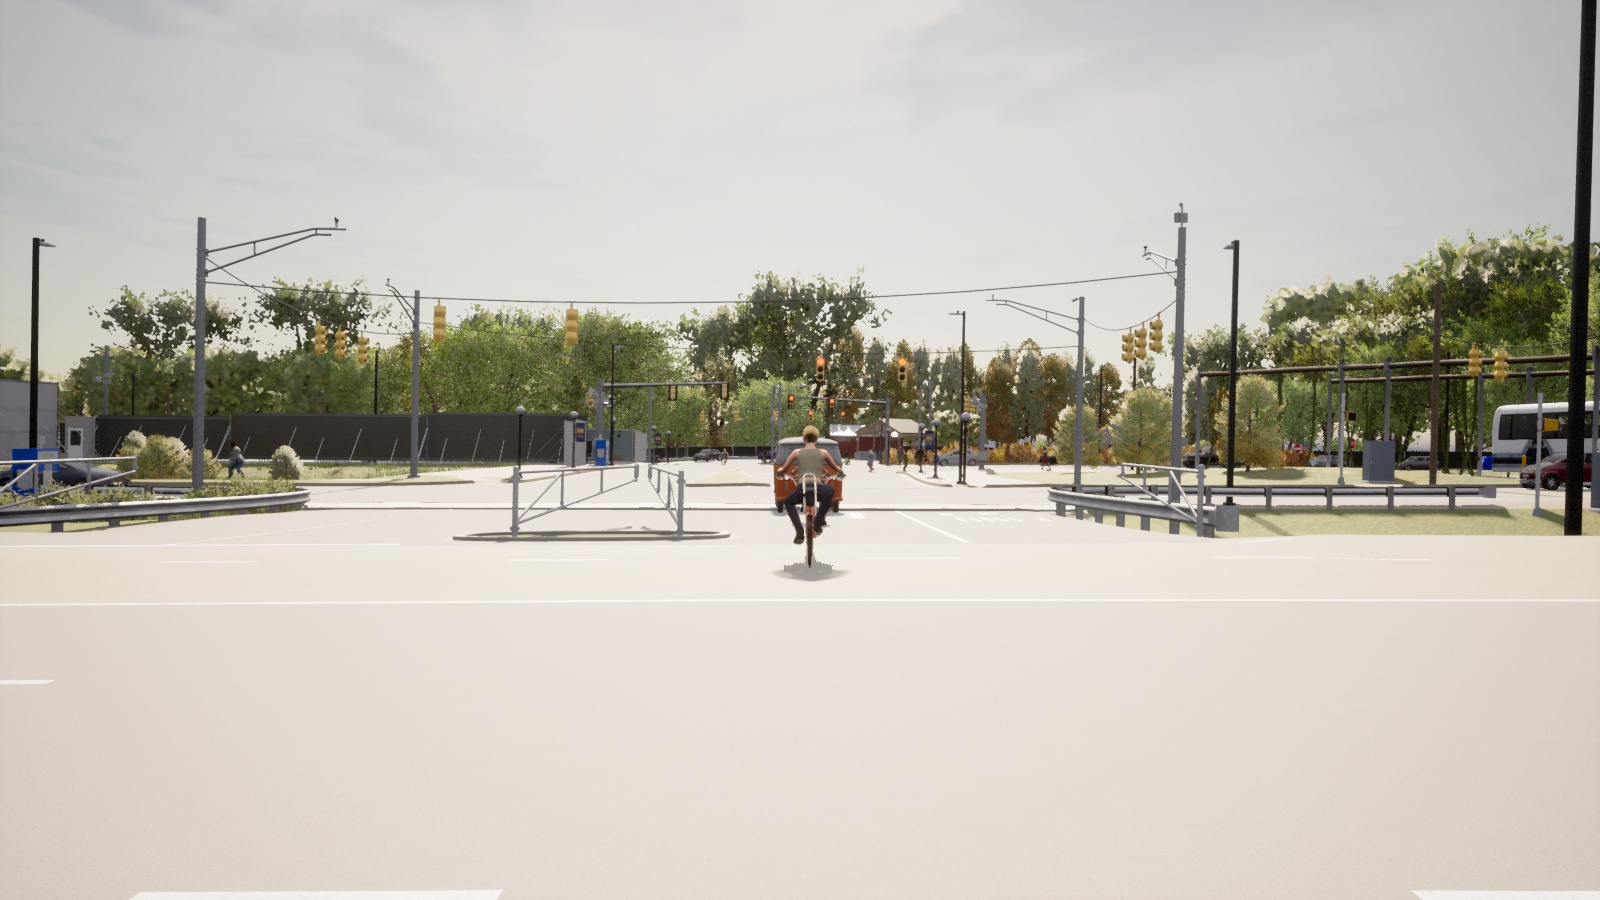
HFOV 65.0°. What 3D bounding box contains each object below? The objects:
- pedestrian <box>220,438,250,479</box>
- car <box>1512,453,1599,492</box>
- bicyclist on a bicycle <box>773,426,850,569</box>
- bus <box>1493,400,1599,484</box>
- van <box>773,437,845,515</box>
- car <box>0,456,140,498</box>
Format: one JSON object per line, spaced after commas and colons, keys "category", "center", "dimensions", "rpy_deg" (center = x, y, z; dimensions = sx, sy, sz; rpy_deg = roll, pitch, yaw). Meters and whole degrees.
{"category": "pedestrian", "center": [-25.959, 0.397, 57.704], "dimensions": [0.900, 1.855, 0.874], "rpy_deg": [1, 1, 1]}
{"category": "car", "center": [31.515, 0.919, 51.402], "dimensions": [3.705, 1.549, 1.789], "rpy_deg": [0, 1, -1]}
{"category": "bicyclist on a bicycle", "center": [0.139, 0.519, 14.840], "dimensions": [0.866, 1.612, 1.509], "rpy_deg": [0, 1, 1]}
{"category": "bus", "center": [41.764, -0.355, 64.709], "dimensions": [3.944, 4.253, 10.273], "rpy_deg": [1, -1, -25]}
{"category": "van", "center": [0.182, 0.643, 34.256], "dimensions": [1.775, 1.987, 4.442], "rpy_deg": [0, 1, -2]}
{"category": "car", "center": [-26.079, 0.949, 44.638], "dimensions": [4.181, 1.385, 1.994], "rpy_deg": [0, 1, 0]}
